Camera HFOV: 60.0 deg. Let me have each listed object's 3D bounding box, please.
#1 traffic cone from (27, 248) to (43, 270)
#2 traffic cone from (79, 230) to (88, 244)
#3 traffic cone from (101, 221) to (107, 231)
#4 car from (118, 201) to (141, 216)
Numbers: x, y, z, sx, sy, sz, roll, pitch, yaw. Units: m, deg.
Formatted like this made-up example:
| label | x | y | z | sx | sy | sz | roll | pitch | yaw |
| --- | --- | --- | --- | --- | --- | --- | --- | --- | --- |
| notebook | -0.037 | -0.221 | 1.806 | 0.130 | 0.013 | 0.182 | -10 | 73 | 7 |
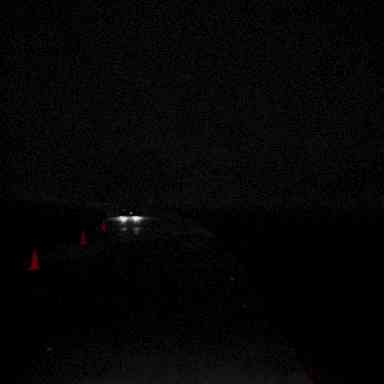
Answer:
| label | x | y | z | sx | sy | sz | roll | pitch | yaw |
| --- | --- | --- | --- | --- | --- | --- | --- | --- | --- |
| traffic cone | -4.654 | 1.969 | 9.852 | 0.340 | 0.580 | 0.340 | 0 | 0 | 0 |
| traffic cone | -4.808 | 1.982 | 14.718 | 0.340 | 0.580 | 0.340 | 0 | 0 | -3 |
| traffic cone | -5.199 | 1.996 | 19.572 | 0.340 | 0.580 | 0.340 | 0 | 0 | -6 |
| car | -6.496 | 1.638 | 33.993 | 2.033 | 1.411 | 5.357 | 0 | 0 | -16 |
